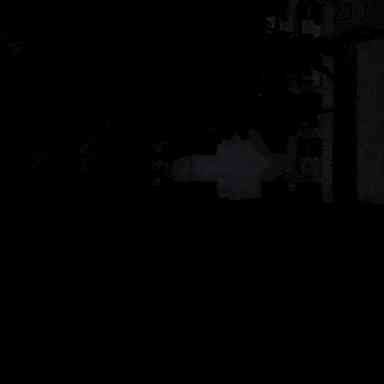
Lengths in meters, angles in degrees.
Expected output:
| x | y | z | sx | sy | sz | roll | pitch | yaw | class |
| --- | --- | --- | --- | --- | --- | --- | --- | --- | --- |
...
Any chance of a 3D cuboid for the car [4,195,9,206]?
| x | y | z | sx | sy | sz | roll | pitch | yaw | class |
| --- | --- | --- | --- | --- | --- | --- | --- | --- | --- |
| -28.332 | 1.143 | 48.139 | 2.097 | 1.767 | 4.553 | 0 | 0 | 8 | car |
